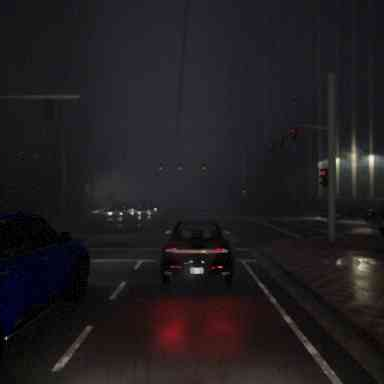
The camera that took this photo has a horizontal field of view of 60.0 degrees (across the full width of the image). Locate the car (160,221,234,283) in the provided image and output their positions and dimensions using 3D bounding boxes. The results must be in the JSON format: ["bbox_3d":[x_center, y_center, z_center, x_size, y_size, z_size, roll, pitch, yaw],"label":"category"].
[{"bbox_3d":[0.163,1.612,10.033,2.128,1.511,4.902,0,-1,1],"label":"car"}]

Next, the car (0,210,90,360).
[{"bbox_3d":[-3.428,1.290,5.333,2.150,2.045,5.566,0,0,0],"label":"car"}]

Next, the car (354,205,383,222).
[{"bbox_3d":[17.526,1.857,29.642,4.892,1.490,1.837,0,-1,-1],"label":"car"}]

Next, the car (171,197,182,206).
[{"bbox_3d":[-3.522,2.112,74.677,2.150,2.045,5.566,0,-1,0],"label":"car"}]

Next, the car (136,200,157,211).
[{"bbox_3d":[-7.103,2.126,52.244,1.837,1.490,4.892,0,-1,0],"label":"car"}]

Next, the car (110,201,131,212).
[{"bbox_3d":[-10.613,2.103,48.481,1.812,1.442,4.674,0,-1,0],"label":"car"}]

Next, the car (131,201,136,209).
[{"bbox_3d":[-10.588,2.286,57.588,1.895,1.301,4.718,0,-1,0],"label":"car"}]

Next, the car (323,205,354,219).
[{"bbox_3d":[15.283,1.957,33.118,4.181,1.385,1.994,0,-1,-1],"label":"car"}]

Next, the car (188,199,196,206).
[{"bbox_3d":[-0.023,2.305,73.757,1.837,1.490,4.892,0,-1,0],"label":"car"}]

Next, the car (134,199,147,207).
[{"bbox_3d":[-10.521,2.287,68.030,1.882,1.535,5.008,0,-1,0],"label":"car"}]

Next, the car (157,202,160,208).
[{"bbox_3d":[-7.077,2.291,61.151,1.994,1.385,4.181,0,-1,0],"label":"car"}]
